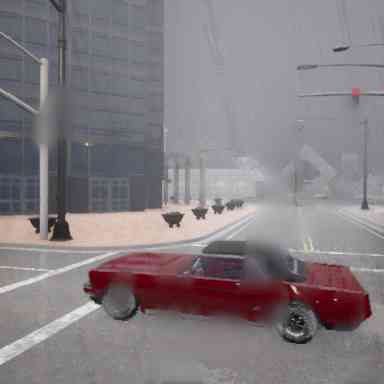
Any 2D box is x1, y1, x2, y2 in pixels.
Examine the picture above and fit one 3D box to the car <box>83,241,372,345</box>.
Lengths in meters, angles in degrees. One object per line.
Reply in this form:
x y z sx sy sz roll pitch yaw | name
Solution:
0.480 1.585 6.098 4.718 1.301 1.895 0 0 17 | car
